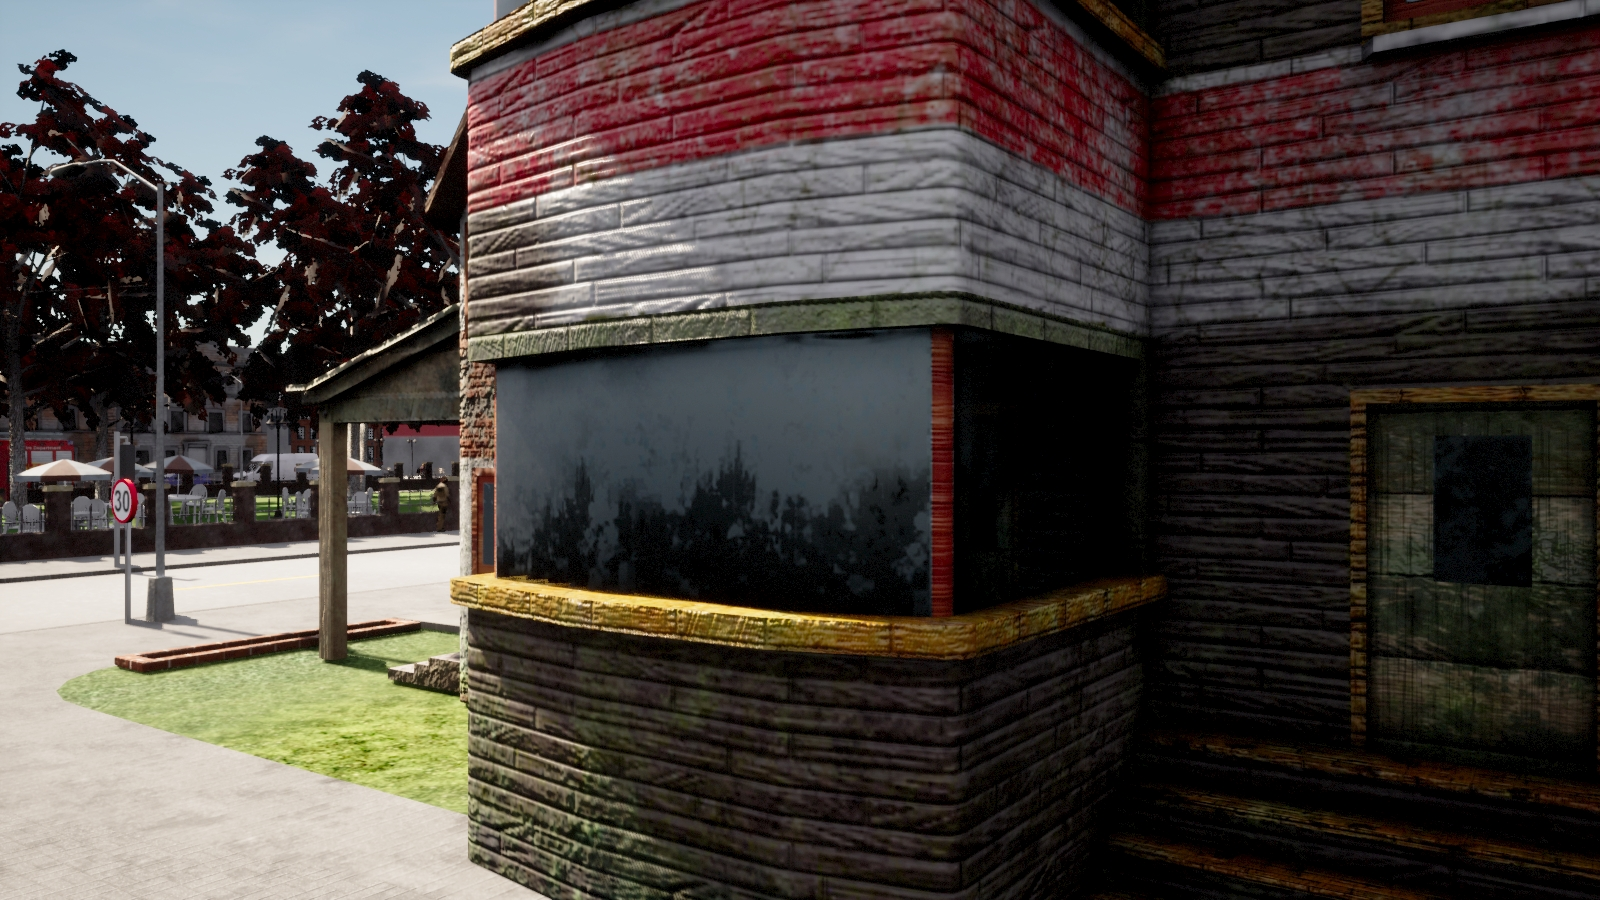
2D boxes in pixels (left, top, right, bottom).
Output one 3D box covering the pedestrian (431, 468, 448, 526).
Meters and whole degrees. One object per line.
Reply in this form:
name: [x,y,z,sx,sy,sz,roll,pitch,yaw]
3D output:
pedestrian: [-11.670,1.525,37.026,0.375,1.860,0.375,0,0,35]
